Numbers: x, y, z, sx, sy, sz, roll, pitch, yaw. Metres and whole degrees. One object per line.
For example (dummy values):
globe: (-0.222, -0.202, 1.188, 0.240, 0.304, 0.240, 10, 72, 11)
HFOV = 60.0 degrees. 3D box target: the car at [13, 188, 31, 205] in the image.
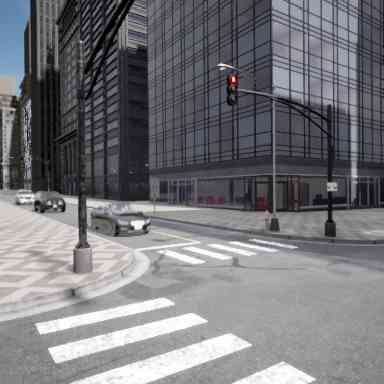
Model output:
car: (-23.354, 0.738, 46.609, 2.150, 2.045, 5.566, -1, 1, -34)

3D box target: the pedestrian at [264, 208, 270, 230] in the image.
pedestrian: (3.902, 1.373, 17.255, 0.500, 1.100, 0.500, 0, 0, -34)

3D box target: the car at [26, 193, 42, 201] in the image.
car: (-28.438, 0.922, 59.669, 1.895, 1.301, 4.718, -1, 1, -34)

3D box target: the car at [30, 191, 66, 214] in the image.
car: (-14.003, 0.935, 32.627, 2.150, 2.045, 5.566, -1, 1, -34)

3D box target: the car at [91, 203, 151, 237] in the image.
car: (-3.886, 1.374, 17.637, 2.128, 1.511, 4.902, -1, 1, -34)

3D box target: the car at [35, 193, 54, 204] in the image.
car: (-22.871, 0.951, 51.438, 1.837, 1.490, 4.892, -1, 1, -34)
